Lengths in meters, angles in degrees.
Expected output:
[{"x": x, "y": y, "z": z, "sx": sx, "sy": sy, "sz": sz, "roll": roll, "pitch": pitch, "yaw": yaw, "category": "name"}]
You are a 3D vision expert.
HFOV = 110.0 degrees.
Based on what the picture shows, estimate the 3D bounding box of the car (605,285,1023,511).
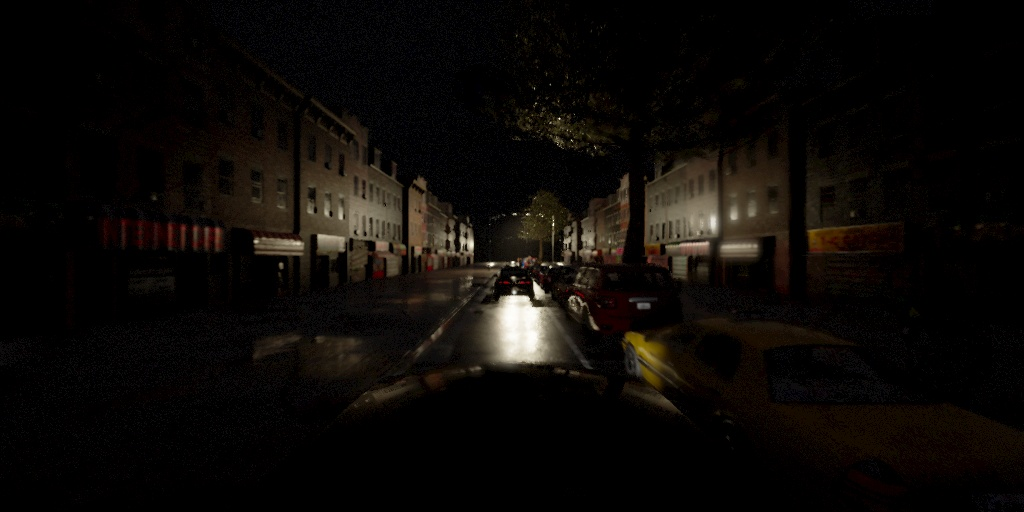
[{"x": 2.638, "y": 1.284, "z": 4.182, "sx": 1.751, "sy": 1.417, "sz": 4.829, "roll": 0, "pitch": 0, "yaw": 0, "category": "car"}]

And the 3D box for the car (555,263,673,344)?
[{"x": 2.640, "y": 1.095, "z": 9.557, "sx": 2.192, "sy": 1.841, "sz": 5.009, "roll": 0, "pitch": 0, "yaw": 0, "category": "car"}]

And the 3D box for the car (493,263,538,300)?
[{"x": 0.103, "y": 1.321, "z": 18.093, "sx": 1.837, "sy": 1.490, "sz": 4.892, "roll": 0, "pitch": 0, "yaw": 0, "category": "car"}]

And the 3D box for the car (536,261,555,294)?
[{"x": 2.643, "y": 1.264, "z": 20.649, "sx": 1.967, "sy": 1.591, "sz": 4.097, "roll": 0, "pitch": 0, "yaw": 0, "category": "car"}]

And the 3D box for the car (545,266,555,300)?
[{"x": 2.642, "y": 1.328, "z": 15.273, "sx": 1.751, "sy": 1.417, "sz": 4.829, "roll": 0, "pitch": 0, "yaw": 0, "category": "car"}]

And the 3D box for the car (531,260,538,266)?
[{"x": 2.646, "y": 1.282, "z": 26.196, "sx": 1.967, "sy": 1.591, "sz": 4.097, "roll": 0, "pitch": 0, "yaw": 0, "category": "car"}]

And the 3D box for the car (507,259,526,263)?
[{"x": 0.111, "y": 1.366, "z": 38.460, "sx": 2.128, "sy": 1.511, "sz": 4.902, "roll": 0, "pitch": 0, "yaw": 0, "category": "car"}]

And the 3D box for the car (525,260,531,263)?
[{"x": 2.649, "y": 1.422, "z": 37.289, "sx": 2.007, "sy": 1.370, "sz": 4.403, "roll": 0, "pitch": 0, "yaw": 0, "category": "car"}]

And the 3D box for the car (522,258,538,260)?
[{"x": 2.653, "y": 1.213, "z": 48.381, "sx": 2.192, "sy": 1.841, "sz": 5.009, "roll": 0, "pitch": 0, "yaw": 0, "category": "car"}]

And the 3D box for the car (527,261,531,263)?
[{"x": 2.647, "y": 1.409, "z": 31.744, "sx": 2.007, "sy": 1.370, "sz": 4.403, "roll": 0, "pitch": 0, "yaw": 0, "category": "car"}]
